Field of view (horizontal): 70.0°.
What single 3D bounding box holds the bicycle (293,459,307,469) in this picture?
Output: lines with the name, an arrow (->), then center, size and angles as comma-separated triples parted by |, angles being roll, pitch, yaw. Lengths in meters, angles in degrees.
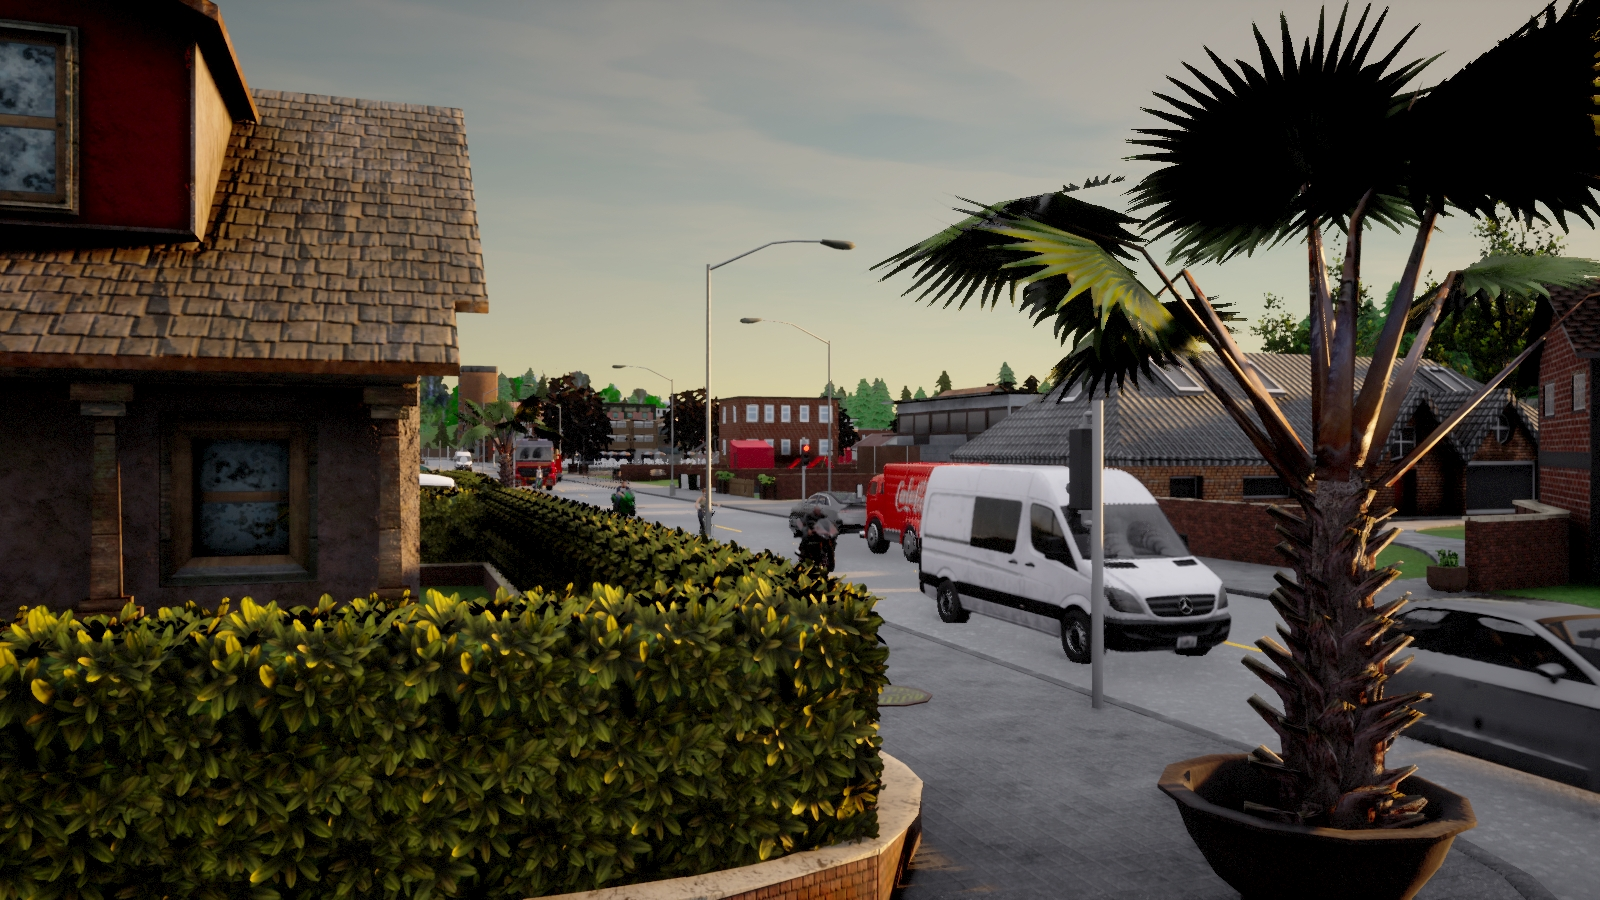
bicycle -> -73.596, 2.056, 168.239 | 1.835, 1.471, 0.329 | 0, 0, -20

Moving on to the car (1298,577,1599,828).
car -> 6.500, 2.069, 9.714 | 1.816, 1.474, 4.193 | 0, 0, -18

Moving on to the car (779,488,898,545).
car -> 1.122, 2.053, 36.412 | 2.128, 1.511, 4.902 | 0, 0, -20

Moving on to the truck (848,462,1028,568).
truck -> 3.468, 1.570, 29.990 | 2.627, 2.467, 5.204 | 0, 0, -20

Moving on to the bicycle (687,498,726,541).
bicycle -> -2.933, 2.161, 35.851 | 0.859, 1.276, 1.487 | 0, -1, -20

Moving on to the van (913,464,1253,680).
van -> 3.885, 1.538, 17.159 | 1.988, 2.561, 5.915 | 0, 0, -20
